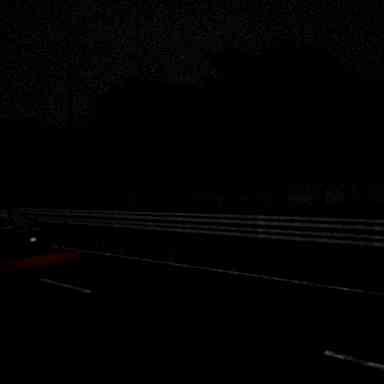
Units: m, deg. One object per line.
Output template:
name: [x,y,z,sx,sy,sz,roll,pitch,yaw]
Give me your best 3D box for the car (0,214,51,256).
car: [-7.913,1.635,13.838,5.008,1.535,1.882,0,0,36]
